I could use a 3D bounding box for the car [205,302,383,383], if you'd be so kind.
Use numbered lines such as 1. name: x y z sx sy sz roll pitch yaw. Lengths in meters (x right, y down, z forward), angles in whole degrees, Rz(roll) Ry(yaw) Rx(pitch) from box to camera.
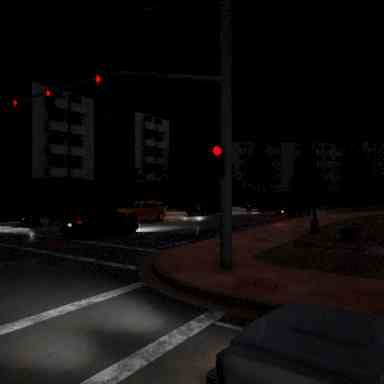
1. car: 2.438 1.601 2.295 4.718 1.301 1.895 0 0 37

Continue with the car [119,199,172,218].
1. car: -4.261 1.498 31.241 2.128 1.511 4.902 0 0 35

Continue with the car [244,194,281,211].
1. car: 8.825 1.227 40.418 5.566 2.045 2.150 0 0 -37

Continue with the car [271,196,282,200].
1. car: 11.553 1.529 37.900 4.674 1.442 1.812 0 0 -38

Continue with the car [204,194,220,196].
1. car: 2.382 1.228 39.446 5.566 2.045 2.150 0 0 -45

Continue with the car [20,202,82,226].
1. car: -9.541 1.511 23.510 1.837 1.490 4.892 0 0 35

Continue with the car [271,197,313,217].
1. car: 9.922 1.508 31.904 1.837 1.490 4.892 -1 -1 44

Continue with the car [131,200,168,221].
1. car: -4.000 1.483 25.487 1.882 1.535 5.008 0 0 34

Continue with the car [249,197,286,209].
1. car: 10.388 1.483 45.723 5.008 1.535 1.882 0 0 -32

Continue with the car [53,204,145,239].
1. car: -4.778 1.568 17.645 1.994 1.385 4.181 0 0 33

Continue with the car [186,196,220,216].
1. car: 1.477 1.483 33.055 1.882 1.535 5.008 0 0 39
